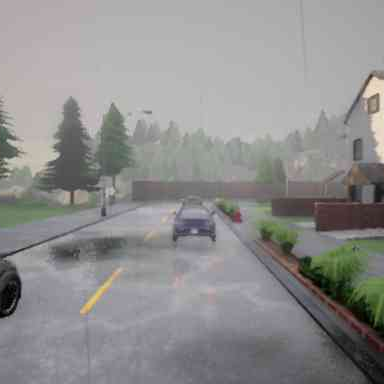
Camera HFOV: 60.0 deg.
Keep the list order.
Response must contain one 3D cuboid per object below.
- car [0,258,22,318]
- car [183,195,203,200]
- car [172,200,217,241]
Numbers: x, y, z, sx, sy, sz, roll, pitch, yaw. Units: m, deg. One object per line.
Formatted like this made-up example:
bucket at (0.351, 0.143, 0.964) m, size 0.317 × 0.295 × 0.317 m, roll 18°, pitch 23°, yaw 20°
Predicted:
car at (-4.100, 1.503, 4.383) m, size 1.994 × 1.385 × 4.181 m, roll 0°, pitch 1°, yaw 0°
car at (0.068, 1.038, 33.132) m, size 2.128 × 1.511 × 4.902 m, roll 0°, pitch 1°, yaw 0°
car at (0.096, 1.317, 15.154) m, size 1.812 × 1.442 × 4.674 m, roll 0°, pitch 1°, yaw 0°
